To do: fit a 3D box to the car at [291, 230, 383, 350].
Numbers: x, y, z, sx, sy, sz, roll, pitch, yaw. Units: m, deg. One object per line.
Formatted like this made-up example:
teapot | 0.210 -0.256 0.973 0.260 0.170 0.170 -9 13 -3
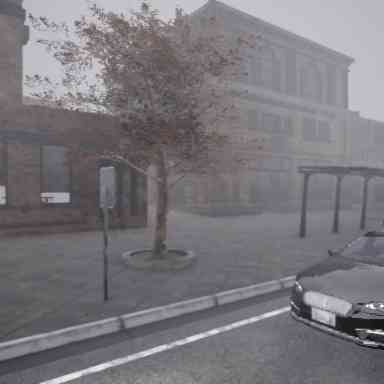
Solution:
car | 3.850 1.489 6.098 4.902 1.511 2.128 0 0 -35
